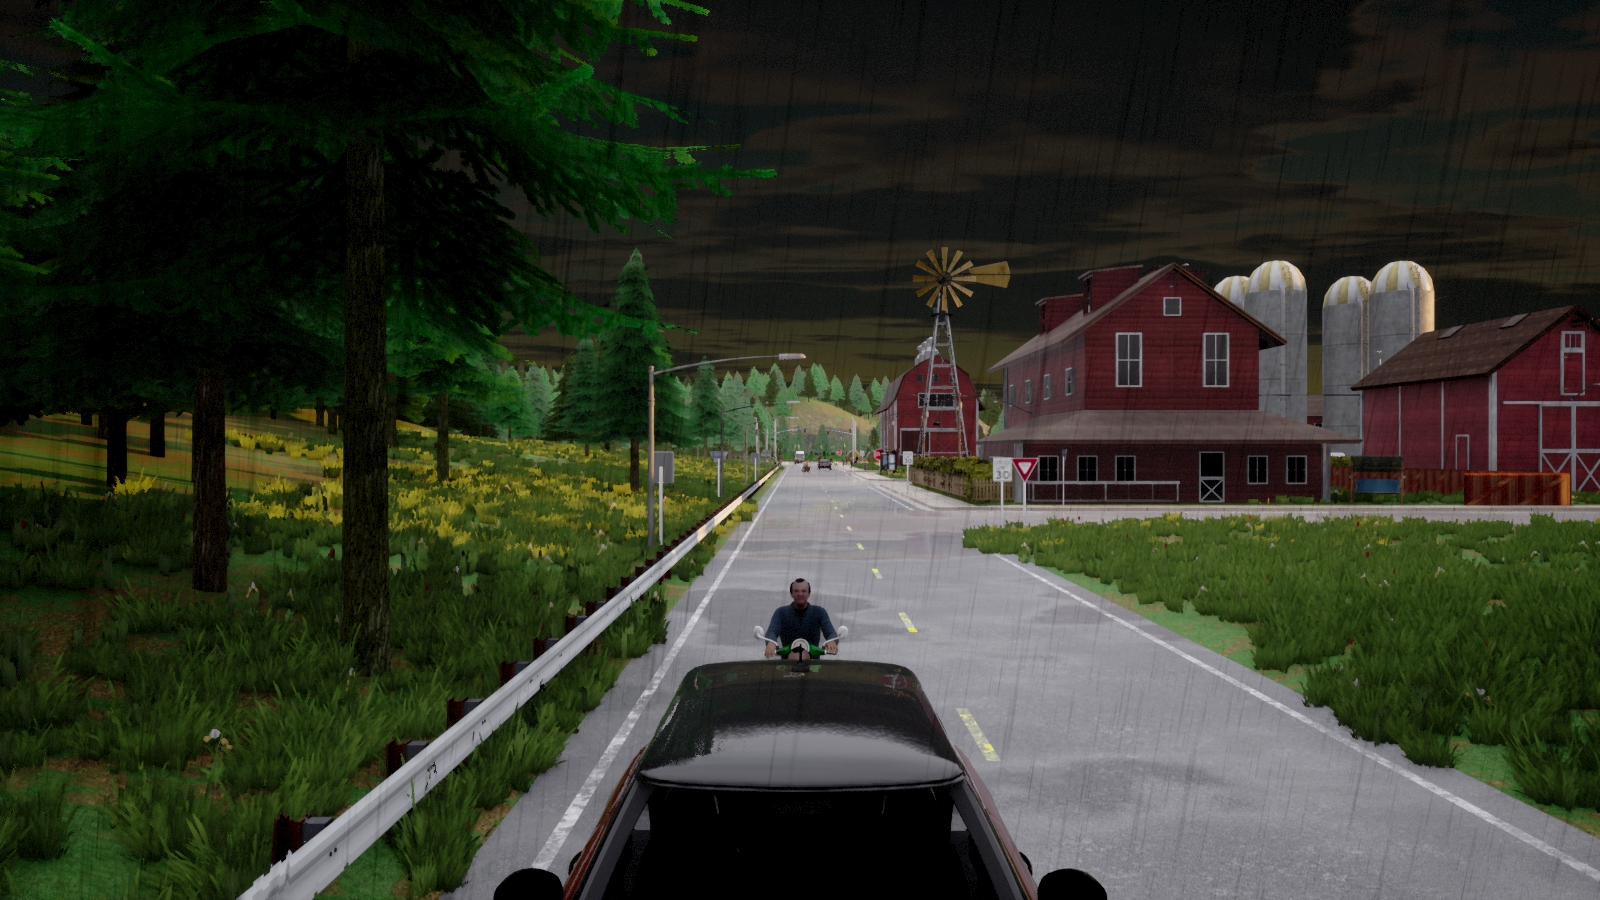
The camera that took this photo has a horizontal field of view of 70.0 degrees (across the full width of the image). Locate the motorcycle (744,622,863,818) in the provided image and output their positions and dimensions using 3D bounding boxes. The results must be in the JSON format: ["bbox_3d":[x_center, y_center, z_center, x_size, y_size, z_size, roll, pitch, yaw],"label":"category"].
[{"bbox_3d":[0.024,2.230,9.842,0.867,1.251,2.209,-2,-3,0],"label":"motorcycle"}]

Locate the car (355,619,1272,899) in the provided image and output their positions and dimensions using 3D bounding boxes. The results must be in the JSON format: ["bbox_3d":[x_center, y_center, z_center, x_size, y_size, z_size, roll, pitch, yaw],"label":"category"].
[{"bbox_3d":[0.032,1.899,4.503,2.097,1.767,4.553,0,0,0],"label":"car"}]
